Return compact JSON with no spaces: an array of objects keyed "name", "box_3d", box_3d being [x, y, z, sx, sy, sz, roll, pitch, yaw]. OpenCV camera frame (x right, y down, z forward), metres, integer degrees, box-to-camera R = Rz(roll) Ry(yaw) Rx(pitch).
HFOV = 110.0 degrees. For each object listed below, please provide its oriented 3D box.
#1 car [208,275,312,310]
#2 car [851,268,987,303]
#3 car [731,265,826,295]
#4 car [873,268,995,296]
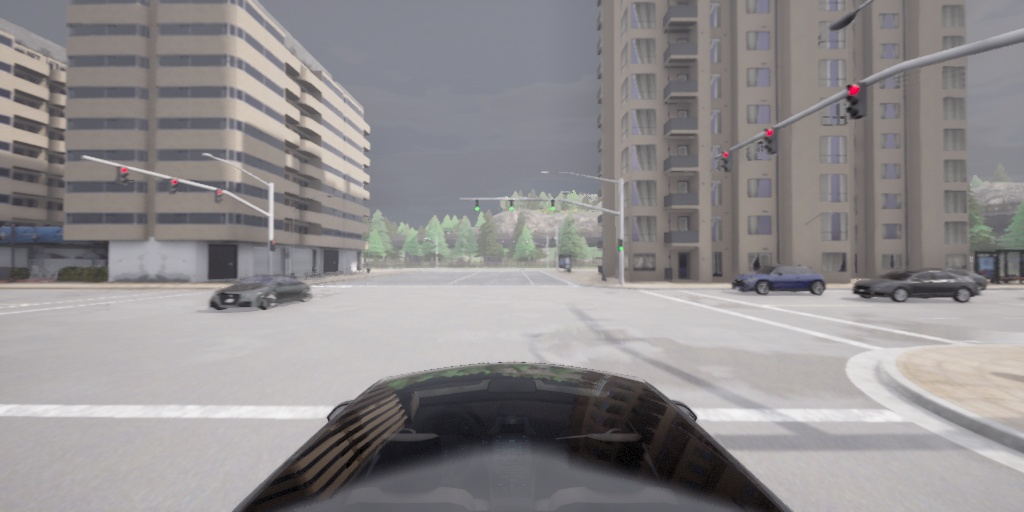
[{"name":"car","box_3d":[-10.498,1.491,15.319,1.994,1.385,4.181,0,-1,0]},{"name":"car","box_3d":[19.500,1.431,17.501,4.892,1.490,1.837,0,-1,1]},{"name":"car","box_3d":[15.490,1.318,21.059,4.553,1.767,2.097,0,-1,1]},{"name":"car","box_3d":[24.498,1.469,20.944,4.892,1.490,1.837,0,-1,1]}]
